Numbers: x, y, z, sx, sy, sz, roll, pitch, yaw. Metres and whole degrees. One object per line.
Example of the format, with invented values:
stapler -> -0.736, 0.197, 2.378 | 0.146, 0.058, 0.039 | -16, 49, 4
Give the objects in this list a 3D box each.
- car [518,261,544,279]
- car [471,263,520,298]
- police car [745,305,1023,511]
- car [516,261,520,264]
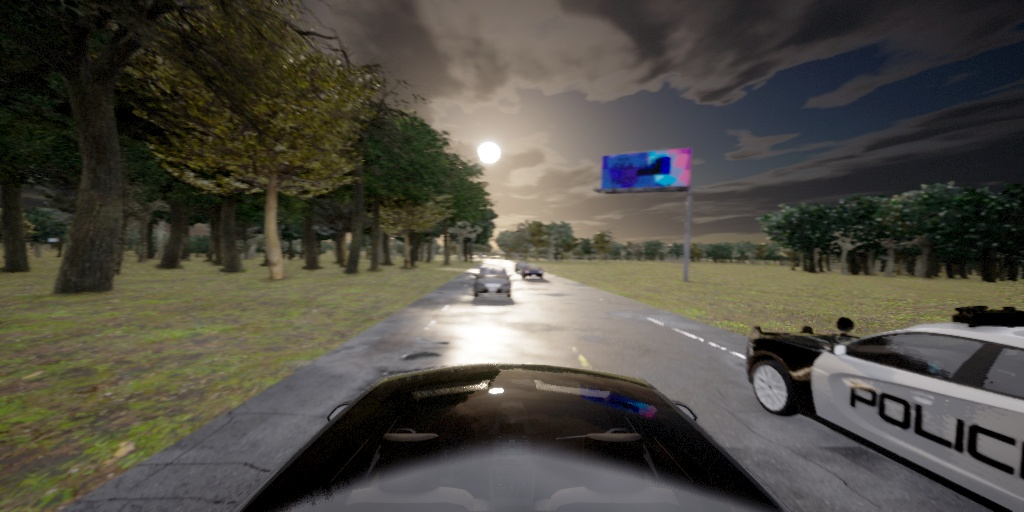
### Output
car -> 1.793, 1.420, 33.339 | 1.895, 1.301, 4.718 | 1, 0, -3
car -> -0.979, 1.232, 18.393 | 2.128, 1.511, 4.902 | 1, 0, -3
police car -> 4.388, 1.274, 3.267 | 1.930, 1.638, 5.238 | 1, 0, -3
car -> 1.161, 1.366, 43.843 | 2.033, 1.411, 5.357 | 1, 0, -3
